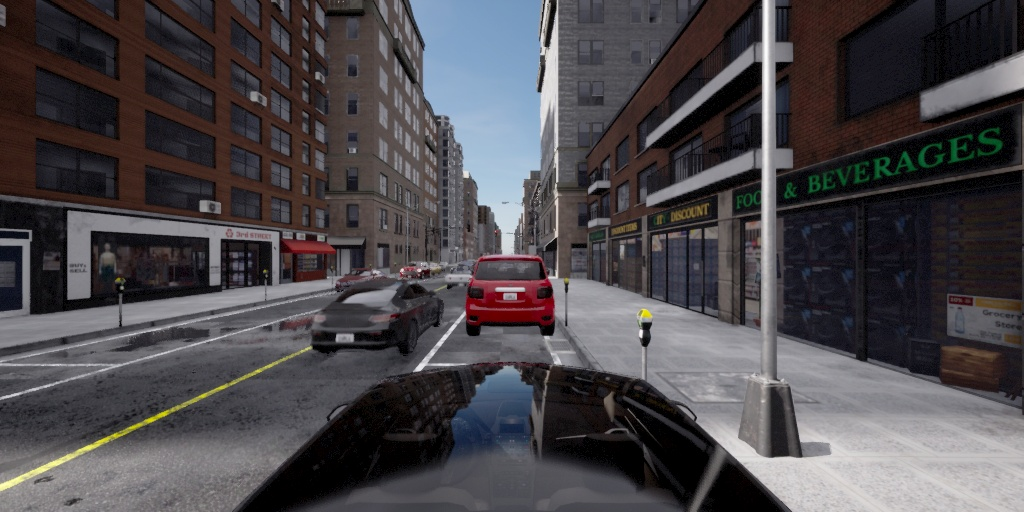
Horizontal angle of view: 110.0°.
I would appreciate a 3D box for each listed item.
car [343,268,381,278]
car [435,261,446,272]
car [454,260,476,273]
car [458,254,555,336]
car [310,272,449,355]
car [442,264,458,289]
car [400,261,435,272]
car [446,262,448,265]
[{"bbox_3d":[-8.408,1.332,20.388,1.802,1.307,4.207,0,0,0],"label":"car"},{"bbox_3d":[-8.408,1.275,36.773,1.751,1.417,4.829,0,0,0],"label":"car"},{"bbox_3d":[-5.780,1.297,45.102,2.033,1.411,5.357,0,0,0],"label":"car"},{"bbox_3d":[-0.039,0.978,10.530,2.150,2.045,5.566,0,0,0],"label":"car"},{"bbox_3d":[-2.918,1.276,8.581,1.812,1.442,4.674,0,0,0],"label":"car"},{"bbox_3d":[-2.922,1.351,22.820,1.895,1.301,4.718,0,0,0],"label":"car"},{"bbox_3d":[-8.408,1.190,31.425,1.967,1.591,4.097,0,0,0],"label":"car"},{"bbox_3d":[-8.408,1.300,42.461,2.007,1.370,4.403,0,0,0],"label":"car"}]
